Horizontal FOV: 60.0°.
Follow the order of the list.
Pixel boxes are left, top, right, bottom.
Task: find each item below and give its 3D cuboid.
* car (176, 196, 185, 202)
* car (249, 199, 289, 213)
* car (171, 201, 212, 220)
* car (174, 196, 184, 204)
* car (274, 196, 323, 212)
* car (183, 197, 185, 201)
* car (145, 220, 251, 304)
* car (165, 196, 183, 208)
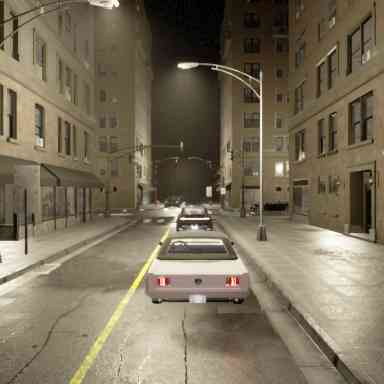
[{"bbox_3d":[-2.728,1.604,79.626,1.812,1.442,4.674,0,0,0],"label":"car"},{"bbox_3d":[8.663,1.520,36.002,4.902,1.511,2.128,0,0,0],"label":"car"},{"bbox_3d":[0.111,1.499,18.308,2.128,1.511,4.902,0,0,-1],"label":"car"},{"bbox_3d":[-2.732,1.585,69.298,1.837,1.490,4.892,0,0,0],"label":"car"},{"bbox_3d":[12.277,1.353,38.548,5.009,1.841,2.192,0,0,0],"label":"car"},{"bbox_3d":[-2.812,1.553,58.883,2.128,1.511,4.902,0,0,0],"label":"car"},{"bbox_3d":[0.106,1.602,8.087,1.895,1.301,4.718,0,0,0],"label":"car"},{"bbox_3d":[-2.831,1.398,48.992,2.097,1.767,4.553,0,0,0],"label":"car"}]
